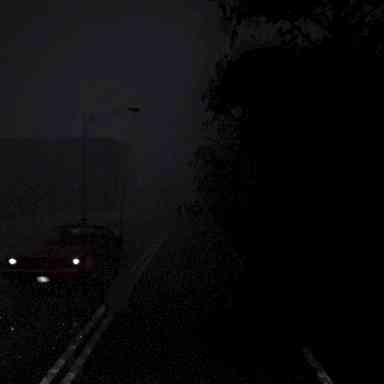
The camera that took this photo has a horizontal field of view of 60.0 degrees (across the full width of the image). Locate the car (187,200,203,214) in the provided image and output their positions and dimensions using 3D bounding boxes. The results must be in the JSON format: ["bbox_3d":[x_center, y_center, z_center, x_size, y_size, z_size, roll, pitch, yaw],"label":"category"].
[{"bbox_3d":[0.340,2.024,41.952,1.994,1.385,4.181,0,0,1],"label":"car"}]

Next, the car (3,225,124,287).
[{"bbox_3d":[-3.351,1.680,9.688,1.895,1.301,4.718,0,-1,0],"label":"car"}]

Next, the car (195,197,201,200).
[{"bbox_3d":[1.481,2.391,87.853,1.895,1.301,4.718,0,0,2],"label":"car"}]
